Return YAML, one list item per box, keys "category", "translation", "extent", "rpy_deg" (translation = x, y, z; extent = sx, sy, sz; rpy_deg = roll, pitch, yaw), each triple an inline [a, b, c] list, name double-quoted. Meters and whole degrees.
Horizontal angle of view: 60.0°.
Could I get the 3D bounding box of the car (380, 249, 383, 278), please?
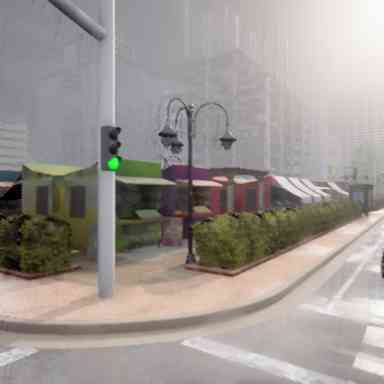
- category: "car"
  translation: [6.612, 1.526, 9.354]
  extent: [1.812, 1.442, 4.674]
  rpy_deg: [0, 0, 36]
